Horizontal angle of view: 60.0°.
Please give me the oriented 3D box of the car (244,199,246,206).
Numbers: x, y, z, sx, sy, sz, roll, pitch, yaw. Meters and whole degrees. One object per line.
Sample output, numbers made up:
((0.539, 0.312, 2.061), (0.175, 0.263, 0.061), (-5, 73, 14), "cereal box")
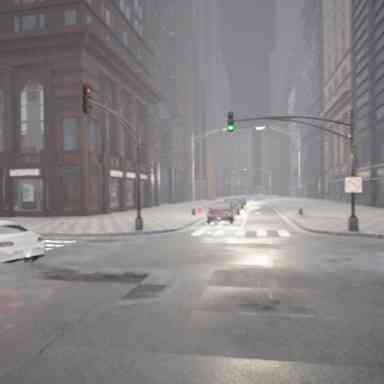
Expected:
((5.822, 1.539, 43.270), (1.895, 1.301, 4.718), (-1, 0, 11), "car")

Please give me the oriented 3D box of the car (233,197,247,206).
((7.653, 1.493, 53.010), (1.994, 1.385, 4.181), (-1, 0, 11), "car")

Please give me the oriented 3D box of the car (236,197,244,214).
((3.937, 1.458, 33.622), (1.837, 1.490, 4.892), (-1, 0, 11), "car")

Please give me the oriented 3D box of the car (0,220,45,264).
((-6.851, 1.633, 10.848), (4.674, 1.442, 1.812), (-1, -1, 28), "car")

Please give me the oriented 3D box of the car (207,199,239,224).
((2.230, 1.494, 24.608), (1.812, 1.442, 4.674), (-1, 0, 10), "car")
